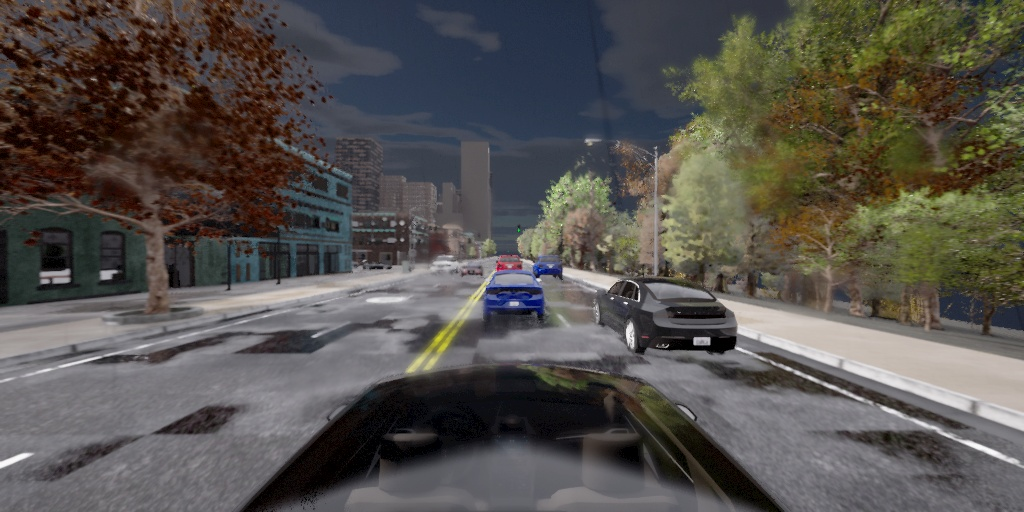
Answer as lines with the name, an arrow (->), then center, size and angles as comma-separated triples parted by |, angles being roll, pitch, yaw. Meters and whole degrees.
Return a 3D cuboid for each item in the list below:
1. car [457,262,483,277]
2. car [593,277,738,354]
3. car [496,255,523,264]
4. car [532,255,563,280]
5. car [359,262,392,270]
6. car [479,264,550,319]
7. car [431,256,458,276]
car -> -3.722, 1.311, 34.384 | 1.994, 1.385, 4.181 | 0, 0, -1
car -> 3.328, 1.254, 8.731 | 1.837, 1.490, 4.892 | 0, 0, 0
car -> -0.229, 0.967, 30.995 | 2.150, 2.045, 5.566 | 0, 0, -1
car -> 3.021, 0.967, 31.053 | 2.150, 2.045, 5.566 | 0, 0, -1
car -> -20.670, 1.563, 55.200 | 4.313, 1.339, 1.948 | 0, 0, -1
car -> 0.040, 1.226, 12.790 | 1.882, 1.535, 5.008 | 0, 0, -1
car -> -7.018, 0.970, 37.905 | 2.150, 2.045, 5.566 | 0, 0, -1
